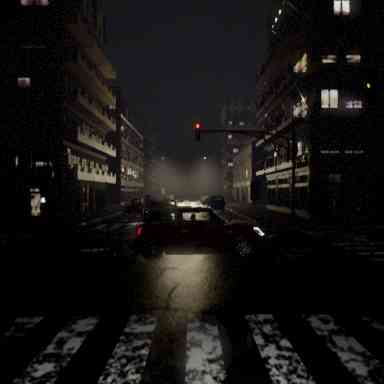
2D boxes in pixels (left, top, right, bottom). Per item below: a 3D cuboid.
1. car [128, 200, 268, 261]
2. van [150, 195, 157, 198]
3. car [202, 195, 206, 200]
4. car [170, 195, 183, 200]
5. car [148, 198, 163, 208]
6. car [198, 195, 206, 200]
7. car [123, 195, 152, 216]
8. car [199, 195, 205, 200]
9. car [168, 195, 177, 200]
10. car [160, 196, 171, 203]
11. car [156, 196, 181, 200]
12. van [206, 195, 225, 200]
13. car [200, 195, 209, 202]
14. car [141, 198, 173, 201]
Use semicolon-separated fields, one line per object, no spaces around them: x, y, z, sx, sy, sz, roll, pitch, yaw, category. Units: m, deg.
0.310;1.318;11.712;4.553;1.767;2.097;-1;0;0;car
-5.356;1.295;43.327;1.690;1.788;3.998;0;0;0;van
2.713;1.498;43.318;1.887;1.381;4.507;0;0;0;car
-2.683;1.457;62.464;1.812;1.442;4.674;0;0;0;car
-5.304;1.529;48.908;1.802;1.307;4.206;0;0;0;car
2.673;1.458;87.968;1.947;1.339;4.313;0;0;0;car
-5.405;1.406;32.163;1.967;1.590;4.097;0;0;0;car
2.634;1.507;54.479;1.947;1.339;4.313;0;0;0;car
-5.208;1.442;87.978;2.008;1.369;4.403;0;0;0;car
-5.235;1.472;65.652;1.887;1.381;4.507;0;0;0;car
-2.800;1.504;40.439;2.033;1.411;5.357;0;0;0;car
2.740;1.302;37.113;1.690;1.788;3.998;0;0;0;van
2.653;1.464;71.223;1.887;1.381;4.507;0;0;0;car
-2.804;1.497;27.632;1.812;1.442;4.674;0;0;-1;car
